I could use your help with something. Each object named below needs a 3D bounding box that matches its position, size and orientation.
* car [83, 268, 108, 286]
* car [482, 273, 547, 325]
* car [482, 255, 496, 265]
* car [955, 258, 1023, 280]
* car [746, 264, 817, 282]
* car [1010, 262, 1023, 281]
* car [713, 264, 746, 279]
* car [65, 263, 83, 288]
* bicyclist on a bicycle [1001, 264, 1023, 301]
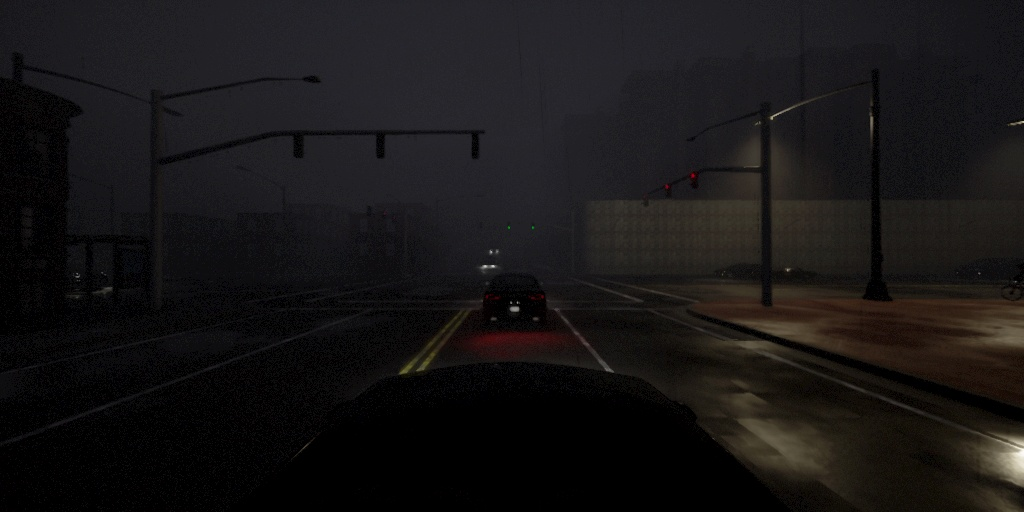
[{"bbox_3d":[-30.752,1.272,24.577,4.553,1.767,2.097,0,0,0],"label":"car"},{"bbox_3d":[0.084,1.307,12.210,1.882,1.535,5.008,0,0,0],"label":"car"},{"bbox_3d":[-3.580,0.555,56.357,1.994,1.385,4.181,0,7,0],"label":"car"},{"bbox_3d":[46.948,1.224,34.982,5.566,2.045,2.150,0,0,1],"label":"car"},{"bbox_3d":[23.800,1.576,31.606,4.718,1.301,1.895,0,0,1],"label":"car"},{"bbox_3d":[47.565,1.500,31.473,4.674,1.442,1.812,0,0,1],"label":"car"},{"bbox_3d":[22.371,1.506,35.115,4.892,1.490,1.837,0,0,1],"label":"car"},{"bbox_3d":[-28.965,1.372,21.070,5.008,1.535,1.882,0,0,0],"label":"car"},{"bbox_3d":[21.760,1.152,15.135,0.582,1.620,1.656,0,-1,0],"label":"bicyclist on a bicycle"}]
